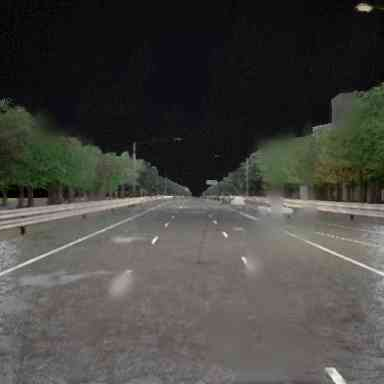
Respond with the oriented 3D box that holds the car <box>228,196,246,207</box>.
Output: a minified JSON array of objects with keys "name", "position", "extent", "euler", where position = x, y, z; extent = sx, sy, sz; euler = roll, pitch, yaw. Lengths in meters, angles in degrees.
[{"name":"car","position":[7.021,1.560,50.749],"extent":[1.812,1.442,4.674],"euler":[0,0,0]}]

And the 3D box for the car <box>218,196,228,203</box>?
[{"name":"car","position":[7.061,1.571,67.787],"extent":[2.128,1.511,4.902],"euler":[0,0,0]}]

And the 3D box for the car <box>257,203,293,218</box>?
[{"name":"car","position":[7.314,1.626,29.832],"extent":[1.895,1.301,4.718],"euler":[0,0,-4]}]
